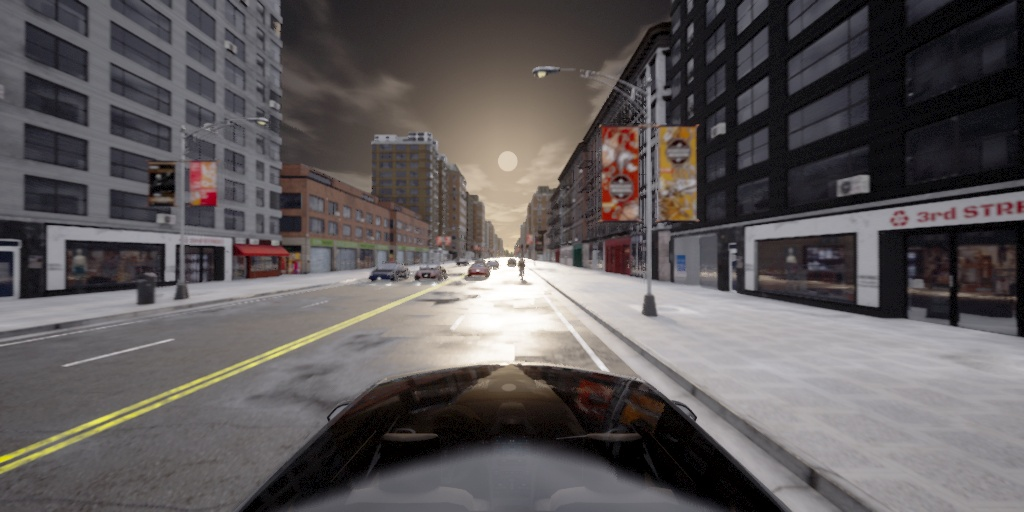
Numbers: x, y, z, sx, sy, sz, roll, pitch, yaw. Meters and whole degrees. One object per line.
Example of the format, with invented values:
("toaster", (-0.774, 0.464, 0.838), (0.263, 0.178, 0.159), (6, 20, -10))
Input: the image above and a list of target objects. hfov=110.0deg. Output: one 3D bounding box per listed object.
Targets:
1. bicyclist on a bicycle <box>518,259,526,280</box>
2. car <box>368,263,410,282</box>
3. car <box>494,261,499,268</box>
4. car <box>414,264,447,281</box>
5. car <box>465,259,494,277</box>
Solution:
("bicyclist on a bicycle", (0.888, 1.117, 30.657), (0.659, 1.776, 1.843), (0, 0, 0))
("car", (-9.852, 1.293, 29.264), (2.033, 1.411, 5.357), (0, 0, 0))
("car", (-3.160, 1.293, 60.079), (1.994, 1.385, 4.181), (0, 0, 0))
("car", (-6.598, 1.310, 29.518), (1.994, 1.385, 4.181), (0, 0, 0))
("car", (-3.157, 1.309, 35.445), (1.994, 1.385, 4.181), (0, 0, 0))
